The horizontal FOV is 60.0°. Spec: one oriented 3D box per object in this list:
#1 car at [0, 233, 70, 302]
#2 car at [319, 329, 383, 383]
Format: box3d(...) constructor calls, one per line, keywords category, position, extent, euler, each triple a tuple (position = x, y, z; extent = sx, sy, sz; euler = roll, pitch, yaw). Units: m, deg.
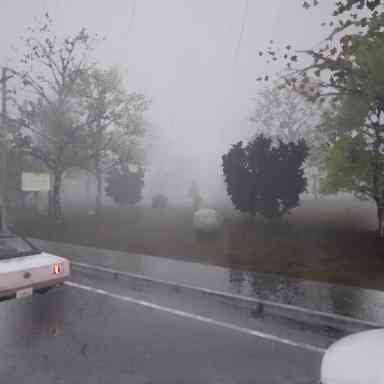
box3d(category="car", position=(-4.933, 1.598, 7.513), extent=(4.718, 1.301, 1.895), euler=(0, 0, 36))
box3d(category="car", position=(3.132, 1.526, 1.773), extent=(4.674, 1.442, 1.812), euler=(0, 0, 35))
